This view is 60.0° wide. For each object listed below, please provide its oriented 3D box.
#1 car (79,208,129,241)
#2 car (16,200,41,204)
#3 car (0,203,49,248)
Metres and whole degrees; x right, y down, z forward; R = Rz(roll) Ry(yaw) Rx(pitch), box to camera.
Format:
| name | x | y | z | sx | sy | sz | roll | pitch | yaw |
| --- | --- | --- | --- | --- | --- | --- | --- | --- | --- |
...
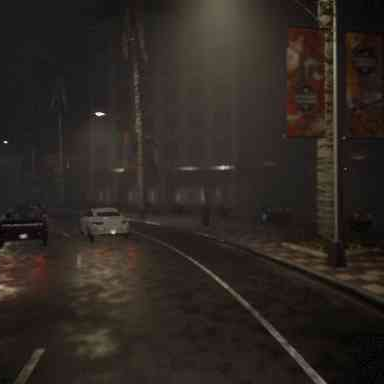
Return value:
| name | x | y | z | sx | sy | sz | roll | pitch | yaw |
| --- | --- | --- | --- | --- | --- | --- | --- | --- | --- |
| car | -4.433 | 1.504 | 16.545 | 1.812 | 1.442 | 4.674 | 0 | 0 | -26 |
| car | -14.913 | 1.489 | 30.122 | 4.902 | 1.511 | 2.128 | 0 | 0 | 43 |
| car | -7.587 | 1.492 | 15.068 | 2.128 | 1.511 | 4.902 | 0 | 0 | -26 |
